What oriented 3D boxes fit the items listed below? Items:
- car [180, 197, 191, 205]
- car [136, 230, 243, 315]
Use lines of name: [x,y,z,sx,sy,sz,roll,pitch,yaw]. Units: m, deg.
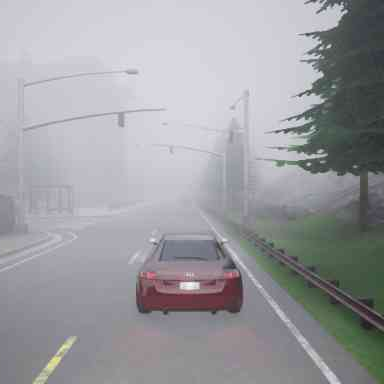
car: [-1.184,1.564,59.889,1.994,1.385,4.181,0,0,-1]
car: [-0.072,1.564,7.657,1.994,1.385,4.181,0,0,-1]
